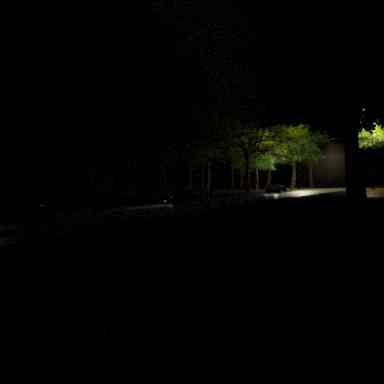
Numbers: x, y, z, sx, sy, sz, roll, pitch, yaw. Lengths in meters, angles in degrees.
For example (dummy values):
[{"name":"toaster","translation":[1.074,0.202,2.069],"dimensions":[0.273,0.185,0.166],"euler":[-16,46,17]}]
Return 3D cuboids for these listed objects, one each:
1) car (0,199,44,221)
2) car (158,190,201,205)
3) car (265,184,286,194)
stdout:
[{"name":"car","translation":[-11.269,1.107,20.109],"dimensions":[1.994,1.385,4.181],"euler":[-1,2,38]},{"name":"car","translation":[-1.210,0.492,33.186],"dimensions":[1.895,1.301,4.718],"euler":[-1,2,38]},{"name":"car","translation":[13.016,-0.455,51.578],"dimensions":[1.812,1.442,4.674],"euler":[-1,2,38]}]
